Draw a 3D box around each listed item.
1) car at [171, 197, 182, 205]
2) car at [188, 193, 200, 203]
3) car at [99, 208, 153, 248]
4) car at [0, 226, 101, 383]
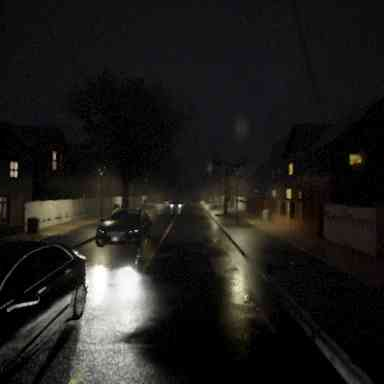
[{"bbox_3d":[-2.982,1.625,62.185,1.812,1.442,4.674,0,0,0],"label":"car"},{"bbox_3d":[0.691,1.434,71.655,2.097,1.767,4.553,-2,0,0],"label":"car"},{"bbox_3d":[-2.888,1.512,14.963,2.128,1.511,4.902,0,0,0],"label":"car"},{"bbox_3d":[-2.859,1.512,4.478,1.837,1.490,4.892,0,0,0],"label":"car"}]
